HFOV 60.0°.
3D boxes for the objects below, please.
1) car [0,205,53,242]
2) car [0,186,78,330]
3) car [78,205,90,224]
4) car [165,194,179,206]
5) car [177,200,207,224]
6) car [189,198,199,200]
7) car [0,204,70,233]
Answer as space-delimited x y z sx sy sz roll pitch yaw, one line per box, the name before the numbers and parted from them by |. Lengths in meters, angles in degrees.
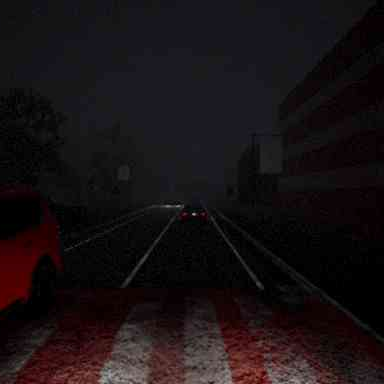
car | -9.504 1.423 15.691 5.008 1.535 2.097 0 0 0
car | -3.348 1.016 3.675 2.150 2.045 5.566 0 3 0
car | -9.518 1.159 21.343 5.566 2.045 2.435 0 0 0
car | -3.006 1.452 54.138 1.812 1.442 4.674 0 0 1
car | 0.153 1.549 24.852 2.033 1.411 5.357 0 0 0
car | 0.272 1.507 42.843 2.033 1.411 5.357 0 0 0
car | -9.525 1.457 18.519 4.674 1.452 2.002 0 0 0
